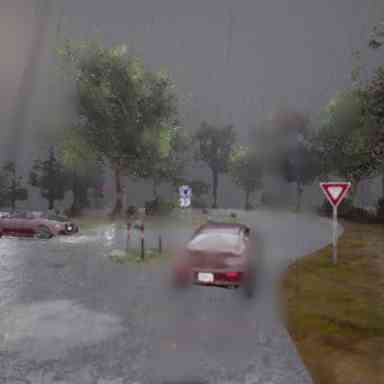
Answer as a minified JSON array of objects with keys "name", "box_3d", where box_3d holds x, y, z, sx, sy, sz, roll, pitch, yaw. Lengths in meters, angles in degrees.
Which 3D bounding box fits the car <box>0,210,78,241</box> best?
[{"name":"car","box_3d":[-7.947,1.588,16.715,4.181,1.385,1.994,0,0,13]}]

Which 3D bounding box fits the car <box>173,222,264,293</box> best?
[{"name":"car","box_3d":[0.867,1.539,8.902,1.812,1.442,4.674,0,0,15]}]
